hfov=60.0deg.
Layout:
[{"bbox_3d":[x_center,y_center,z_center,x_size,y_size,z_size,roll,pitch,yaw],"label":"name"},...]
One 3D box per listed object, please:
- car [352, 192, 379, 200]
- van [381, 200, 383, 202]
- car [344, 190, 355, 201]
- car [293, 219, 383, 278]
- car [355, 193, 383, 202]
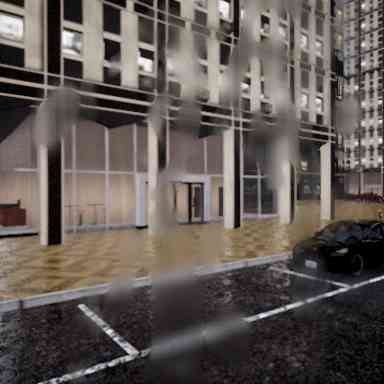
[{"bbox_3d":[32.605,0.771,62.578,1.802,1.307,4.206,1,1,-36],"label":"car"},{"bbox_3d":[9.524,1.285,13.353,3.998,1.788,1.690,0,0,-36],"label":"van"},{"bbox_3d":[25.836,0.545,57.645,2.192,1.841,5.009,1,0,-36],"label":"car"},{"bbox_3d":[4.926,1.530,10.073,4.313,1.339,1.947,0,0,-35],"label":"car"},{"bbox_3d":[29.077,0.919,53.116,1.802,1.307,4.206,1,0,-36],"label":"car"}]
